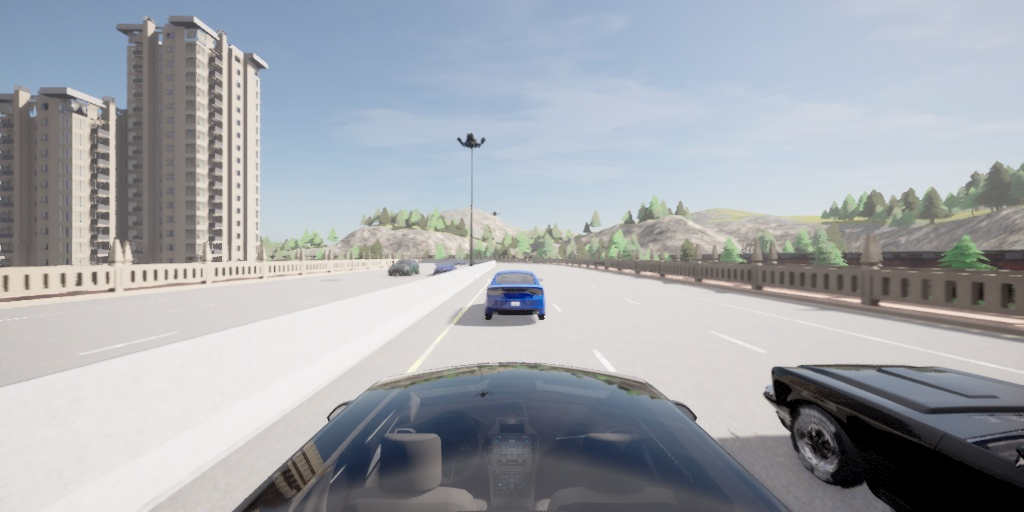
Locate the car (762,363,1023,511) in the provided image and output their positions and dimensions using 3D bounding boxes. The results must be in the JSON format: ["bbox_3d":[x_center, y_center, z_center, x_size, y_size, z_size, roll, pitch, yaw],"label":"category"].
[{"bbox_3d":[3.600,1.351,1.655,1.895,1.301,4.718,0,0,0],"label":"car"}]

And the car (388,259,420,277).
[{"bbox_3d":[-10.594,1.112,35.444,2.097,1.767,4.553,0,0,0],"label":"car"}]

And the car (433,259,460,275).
[{"bbox_3d":[-7.093,1.290,38.566,1.812,1.442,4.674,0,0,0],"label":"car"}]

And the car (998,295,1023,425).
[{"bbox_3d":[7.100,1.242,2.000,2.128,1.511,4.902,0,0,0],"label":"car"}]

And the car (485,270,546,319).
[{"bbox_3d":[0.099,1.227,12.801,1.882,1.535,5.008,0,0,0],"label":"car"}]
